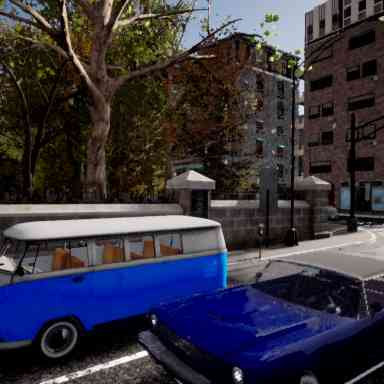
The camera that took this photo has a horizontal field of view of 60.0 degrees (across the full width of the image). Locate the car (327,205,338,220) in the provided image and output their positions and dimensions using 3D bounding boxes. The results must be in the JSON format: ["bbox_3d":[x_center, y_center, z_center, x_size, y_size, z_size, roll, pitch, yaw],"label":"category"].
[{"bbox_3d":[9.213,1.250,26.555,2.097,1.767,4.553,1,0,-35],"label":"car"}]

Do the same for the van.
[{"bbox_3d":[-1.246,1.342,5.613,3.998,1.788,1.690,0,1,-36],"label":"van"}]

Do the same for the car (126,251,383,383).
[{"bbox_3d":[1.718,1.602,4.556,4.718,1.301,1.895,0,0,-35],"label":"car"}]
